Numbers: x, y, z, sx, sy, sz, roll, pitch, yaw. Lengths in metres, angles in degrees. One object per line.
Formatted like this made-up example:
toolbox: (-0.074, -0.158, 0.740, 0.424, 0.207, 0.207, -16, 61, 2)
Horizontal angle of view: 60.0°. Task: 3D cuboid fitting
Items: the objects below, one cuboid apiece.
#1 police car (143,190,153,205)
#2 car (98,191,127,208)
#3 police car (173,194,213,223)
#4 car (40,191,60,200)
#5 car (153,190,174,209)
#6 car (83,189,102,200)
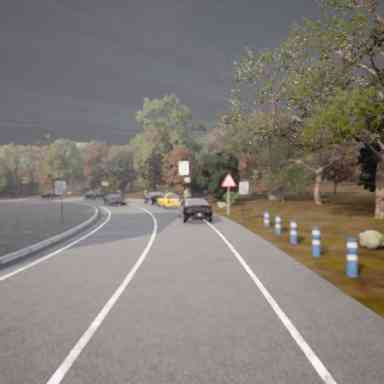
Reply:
police car: (-4.377, 0.606, 38.719, 1.930, 1.638, 5.238, -3, 2, -23)
car: (-8.828, 0.917, 37.713, 2.033, 1.411, 5.357, -3, 2, -24)
police car: (0.103, 1.076, 22.654, 1.930, 1.638, 5.238, -1, 2, -8)
car: (-28.213, 0.563, 66.318, 5.008, 1.535, 1.882, -2, 4, 33)
car: (-2.235, 0.794, 32.911, 1.801, 1.575, 5.366, -2, 2, -17)
car: (-16.569, 0.350, 56.115, 2.097, 1.767, 4.553, -6, 4, -43)
